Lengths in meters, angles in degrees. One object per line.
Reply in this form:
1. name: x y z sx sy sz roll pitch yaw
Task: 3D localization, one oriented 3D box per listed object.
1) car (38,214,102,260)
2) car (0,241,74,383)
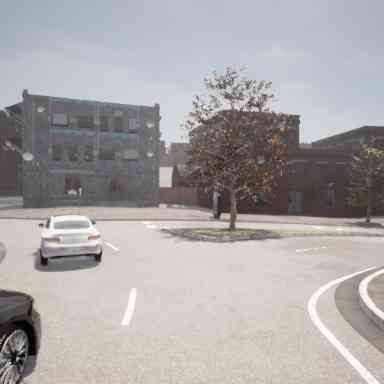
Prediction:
1. car: -4.350 1.508 11.758 1.812 1.442 4.674 0 0 -24
2. car: -3.138 1.489 2.446 2.128 1.511 4.902 0 0 9
